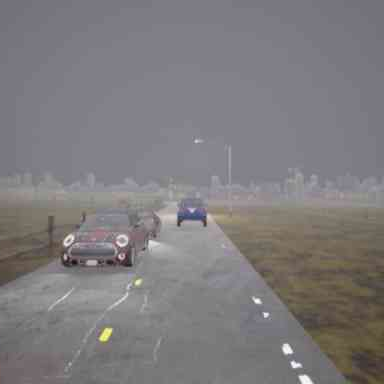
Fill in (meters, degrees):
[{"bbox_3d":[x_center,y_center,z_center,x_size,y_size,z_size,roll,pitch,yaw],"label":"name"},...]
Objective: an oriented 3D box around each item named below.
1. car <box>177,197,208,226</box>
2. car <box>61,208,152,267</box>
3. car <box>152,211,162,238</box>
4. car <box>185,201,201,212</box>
[{"bbox_3d":[0.018,1.403,25.311,2.150,2.045,5.566,0,0,0],"label":"car"},{"bbox_3d":[-2.840,1.431,11.683,2.097,1.767,4.553,0,0,0],"label":"car"},{"bbox_3d":[-2.752,1.718,18.248,1.994,1.385,4.181,0,0,0],"label":"car"},{"bbox_3d":[0.075,1.885,43.685,1.994,1.385,4.181,0,0,0],"label":"car"}]
